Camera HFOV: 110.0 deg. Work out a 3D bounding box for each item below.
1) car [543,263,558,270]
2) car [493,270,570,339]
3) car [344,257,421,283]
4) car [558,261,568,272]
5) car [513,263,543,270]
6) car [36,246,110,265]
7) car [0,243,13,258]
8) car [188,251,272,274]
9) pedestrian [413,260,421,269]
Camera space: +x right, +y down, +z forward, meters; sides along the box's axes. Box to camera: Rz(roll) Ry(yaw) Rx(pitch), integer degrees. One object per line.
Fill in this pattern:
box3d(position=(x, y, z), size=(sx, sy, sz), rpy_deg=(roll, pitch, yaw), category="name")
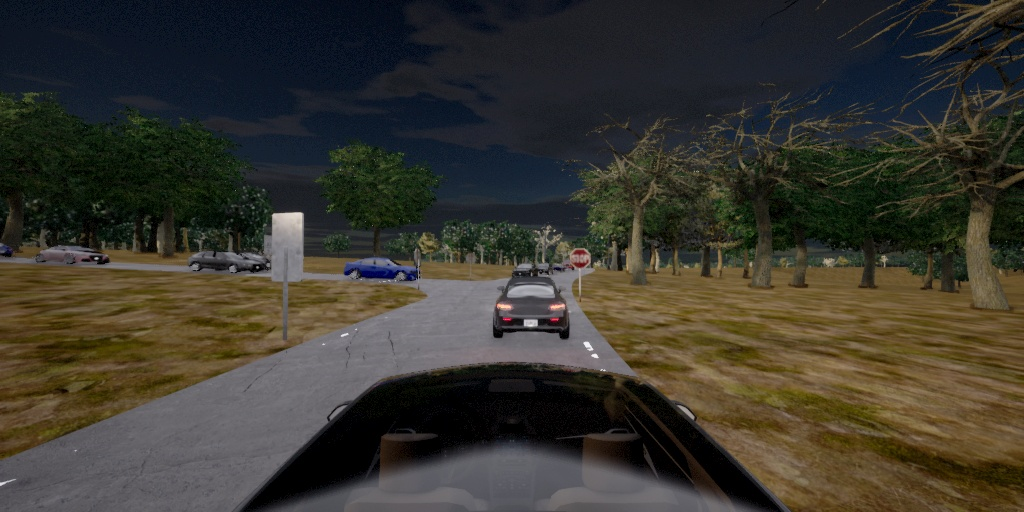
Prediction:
box3d(position=(4.183, 1.639, 45.925), size=(1.837, 1.490, 4.892), rpy_deg=(0, -1, 17), category="car")
box3d(position=(0.538, 1.281, 10.018), size=(1.812, 1.442, 4.674), rpy_deg=(0, 0, 3), category="car")
box3d(position=(-8.584, 0.900, 23.966), size=(5.008, 1.535, 1.882), rpy_deg=(3, -1, 4), category="car")
box3d(position=(7.090, 1.895, 55.569), size=(1.895, 1.301, 4.718), rpy_deg=(0, -1, 16), category="car")
box3d(position=(1.454, 1.456, 36.268), size=(1.882, 1.535, 5.008), rpy_deg=(0, -1, 16), category="car")
box3d(position=(-32.724, -0.063, 26.794), size=(4.181, 1.385, 1.994), rpy_deg=(2, -2, 7), category="car")
box3d(position=(-46.890, -0.656, 31.698), size=(4.674, 1.442, 1.812), rpy_deg=(3, -1, 7), category="car")
box3d(position=(-20.092, 0.423, 25.235), size=(4.892, 1.490, 1.837), rpy_deg=(3, -1, 7), category="car")
box3d(position=(-8.022, 0.850, 30.159), size=(0.375, 1.860, 0.375), rpy_deg=(0, -4, 7), category="pedestrian")
